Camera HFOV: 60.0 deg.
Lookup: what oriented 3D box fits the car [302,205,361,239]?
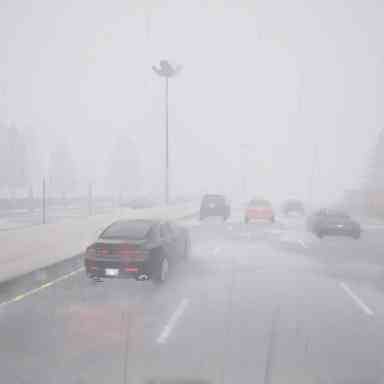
[{"bbox_3d":[7.227,1.551,17.374,1.994,1.385,4.181,0,0,10],"label":"car"}]

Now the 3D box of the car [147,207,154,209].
[{"bbox_3d":[-6.015,1.521,42.191,1.994,1.385,4.181,0,0,13],"label":"car"}]

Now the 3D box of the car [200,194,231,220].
[{"bbox_3d":[2.031,1.196,27.899,2.150,2.045,5.566,0,0,10],"label":"car"}]

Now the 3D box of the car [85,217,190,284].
[{"bbox_3d":[-1.302,1.495,9.628,1.837,1.490,4.892,0,0,10],"label":"car"}]

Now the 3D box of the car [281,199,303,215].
[{"bbox_3d":[10.264,1.477,33.897,1.837,1.490,4.892,0,0,11],"label":"car"}]

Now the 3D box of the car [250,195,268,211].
[{"bbox_3d":[8.321,1.319,41.175,2.097,1.767,4.553,0,0,13],"label":"car"}]

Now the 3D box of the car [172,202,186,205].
[{"bbox_3d":[-1.615,1.504,45.650,2.033,1.411,5.357,0,0,15],"label":"car"}]

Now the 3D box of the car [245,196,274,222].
[{"bbox_3d":[5.259,1.331,26.095,2.097,1.767,4.553,0,0,10],"label":"car"}]
